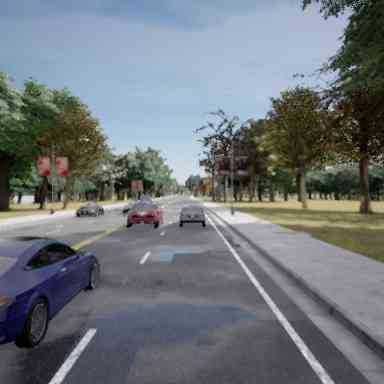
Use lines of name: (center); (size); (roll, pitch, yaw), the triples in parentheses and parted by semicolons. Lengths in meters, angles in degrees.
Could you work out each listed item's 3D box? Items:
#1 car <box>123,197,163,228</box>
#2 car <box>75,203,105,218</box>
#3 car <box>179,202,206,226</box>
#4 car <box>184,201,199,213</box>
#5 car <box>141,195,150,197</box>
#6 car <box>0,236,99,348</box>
car: (-3.215, 1.490, 23.608); (2.097, 1.767, 4.553); (0, 0, 0)
car: (-9.961, 1.768, 32.830); (1.994, 1.385, 4.181); (0, 0, 0)
car: (0.032, 1.692, 24.505); (2.033, 1.411, 5.357); (0, 0, 0)
car: (-0.087, 1.874, 42.247); (1.895, 1.301, 4.718); (0, 0, 0)
car: (-10.292, 1.663, 73.523); (2.150, 2.045, 5.566); (0, 0, -1)
car: (-3.158, 1.559, 6.197); (1.812, 1.442, 4.674); (0, 0, 0)
